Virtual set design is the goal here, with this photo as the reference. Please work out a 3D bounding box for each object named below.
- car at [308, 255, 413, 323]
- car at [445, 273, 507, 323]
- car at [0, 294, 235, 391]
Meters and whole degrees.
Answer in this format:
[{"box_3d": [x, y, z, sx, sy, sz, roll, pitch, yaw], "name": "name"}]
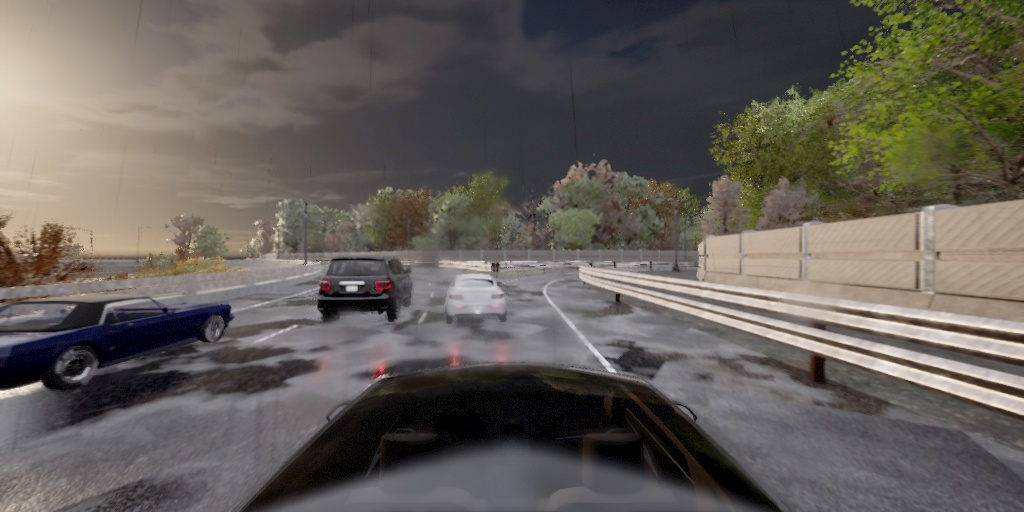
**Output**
[{"box_3d": [-4.844, 1.001, 12.581, 2.150, 2.045, 5.566, 0, 0, -9], "name": "car"}, {"box_3d": [-1.286, 1.303, 12.225, 1.812, 1.442, 4.674, 0, 0, -8], "name": "car"}, {"box_3d": [-7.598, 1.368, 6.677, 1.895, 1.301, 4.718, 0, 0, -6], "name": "car"}]
